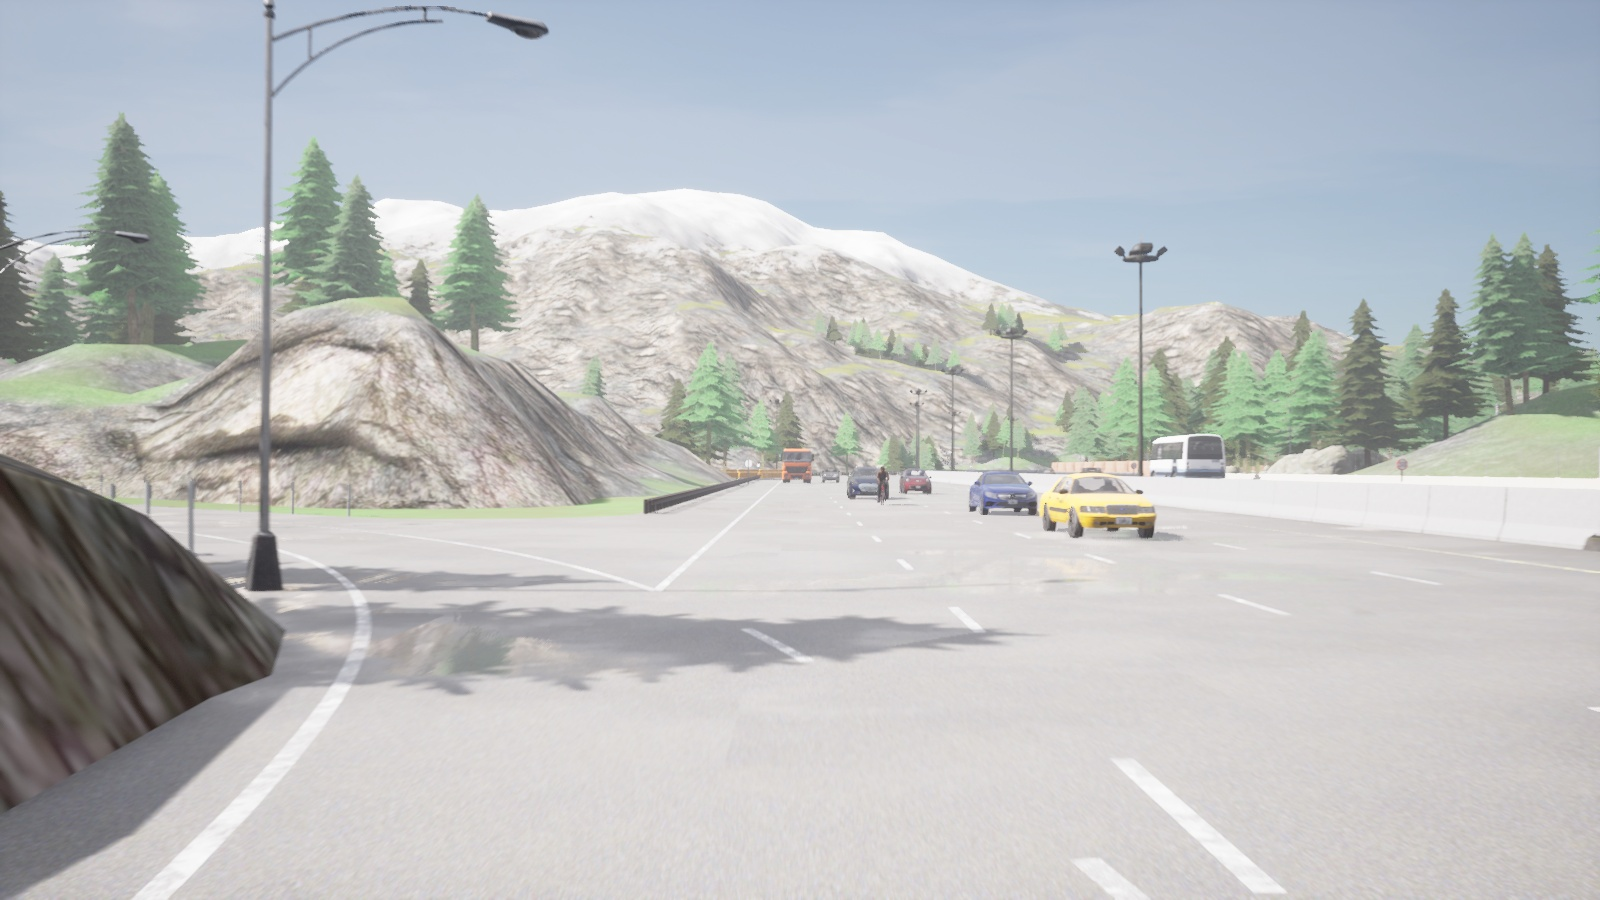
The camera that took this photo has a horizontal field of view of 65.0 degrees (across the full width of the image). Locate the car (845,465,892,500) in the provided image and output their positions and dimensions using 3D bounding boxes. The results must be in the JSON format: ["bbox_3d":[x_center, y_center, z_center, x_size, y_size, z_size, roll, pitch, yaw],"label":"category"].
[{"bbox_3d":[3.357,1.592,62.575,2.033,1.649,4.856,0,-1,0],"label":"car"}]

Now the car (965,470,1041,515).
[{"bbox_3d":[6.898,1.405,43.121,1.812,1.442,4.674,0,-1,0],"label":"car"}]

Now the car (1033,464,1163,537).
[{"bbox_3d":[6.929,1.133,29.788,1.801,1.575,5.366,0,-1,0],"label":"car"}]

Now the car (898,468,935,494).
[{"bbox_3d":[6.825,1.818,73.862,1.845,1.501,3.633,0,-1,0],"label":"car"}]
